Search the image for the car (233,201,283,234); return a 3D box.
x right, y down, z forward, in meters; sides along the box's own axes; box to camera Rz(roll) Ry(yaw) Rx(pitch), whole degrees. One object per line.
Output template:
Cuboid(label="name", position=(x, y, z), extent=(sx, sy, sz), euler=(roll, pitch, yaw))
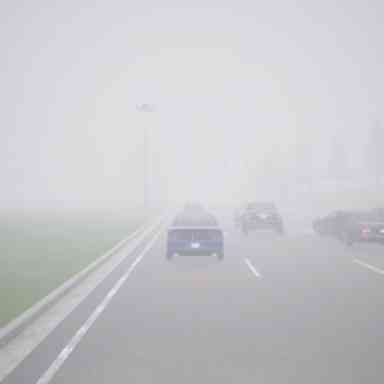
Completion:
Cuboid(label="car", position=(3.601, 1.271, 18.810), extent=(2.097, 1.767, 4.553), euler=(0, 0, 0))

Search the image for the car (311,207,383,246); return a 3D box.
Cuboid(label="car", position=(7.096, 1.484, 14.800), extent=(2.033, 1.411, 5.357), euler=(0, 0, 0))

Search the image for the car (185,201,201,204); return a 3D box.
Cuboid(label="car", position=(0.101, 1.446, 27.113), extent=(1.994, 1.385, 4.181), euler=(0, 0, 0))

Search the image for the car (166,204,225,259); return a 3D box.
Cuboid(label="car", position=(0.100, 1.424, 12.407), extent=(1.882, 1.535, 5.008), euler=(0, 1, 0))
